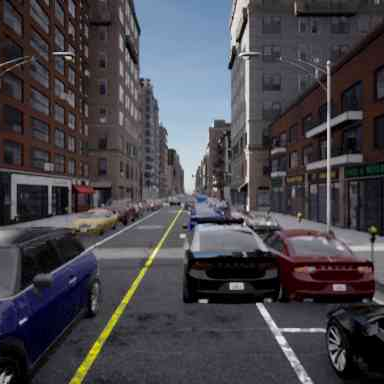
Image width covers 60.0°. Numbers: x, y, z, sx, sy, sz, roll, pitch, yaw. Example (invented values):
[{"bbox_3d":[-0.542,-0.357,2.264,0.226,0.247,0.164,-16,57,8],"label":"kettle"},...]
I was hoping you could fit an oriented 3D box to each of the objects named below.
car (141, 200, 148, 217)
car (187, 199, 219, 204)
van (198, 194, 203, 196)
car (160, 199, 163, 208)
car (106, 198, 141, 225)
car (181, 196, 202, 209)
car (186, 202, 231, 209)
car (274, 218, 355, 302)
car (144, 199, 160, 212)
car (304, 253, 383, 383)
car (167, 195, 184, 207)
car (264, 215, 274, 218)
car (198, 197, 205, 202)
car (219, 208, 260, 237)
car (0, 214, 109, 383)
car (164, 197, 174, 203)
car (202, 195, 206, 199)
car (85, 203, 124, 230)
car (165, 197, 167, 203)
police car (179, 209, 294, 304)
[{"bbox_3d":[-5.443,1.690,30.204,1.802,1.307,4.206,0,0,0],"label":"car"},{"bbox_3d":[0.781,1.565,24.327,1.882,1.535,5.008,0,0,0],"label":"car"},{"bbox_3d":[2.494,1.624,79.383,1.690,1.788,3.998,0,0,0],"label":"van"},{"bbox_3d":[-5.472,1.692,46.589,1.752,1.417,4.829,0,0,0],"label":"car"},{"bbox_3d":[-5.433,1.403,24.686,2.192,1.841,5.009,0,0,0],"label":"car"},{"bbox_3d":[-0.060,1.657,46.321,2.128,1.511,4.902,0,0,0],"label":"car"},{"bbox_3d":[0.792,1.543,18.327,1.882,1.535,5.008,0,0,0],"label":"car"},{"bbox_3d":[2.622,1.573,8.150,1.887,1.381,4.507,0,0,0],"label":"car"},{"bbox_3d":[-5.462,1.588,41.242,1.967,1.590,4.097,0,0,0],"label":"car"},{"bbox_3d":[2.632,1.575,2.631,1.947,1.339,4.313,0,0,0],"label":"car"},{"bbox_3d":[-2.853,1.683,57.321,1.882,1.535,5.008,0,0,0],"label":"car"},{"bbox_3d":[2.612,1.599,13.669,2.008,1.369,4.403,0,0,0],"label":"car"},{"bbox_3d":[2.474,1.904,90.744,1.802,1.307,4.206,0,0,0],"label":"car"},{"bbox_3d":[2.602,1.650,19.188,1.802,1.307,4.206,0,0,0],"label":"car"},{"bbox_3d":[-2.757,1.367,4.398,2.097,1.767,4.553,0,0,0],"label":"car"},{"bbox_3d":[-5.531,1.833,79.359,2.008,1.369,4.403,0,0,0],"label":"car"},{"bbox_3d":[2.553,1.607,46.783,1.967,1.590,4.097,0,0,0],"label":"car"},{"bbox_3d":[-5.418,1.593,19.000,1.752,1.417,4.829,0,0,0],"label":"car"},{"bbox_3d":[-5.482,1.738,52.278,2.008,1.369,4.403,0,0,0],"label":"car"},{"bbox_3d":[0.713,1.456,8.418,1.930,1.638,5.238,0,0,-2],"label":"police car"}]
